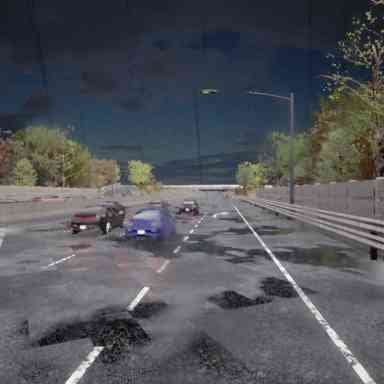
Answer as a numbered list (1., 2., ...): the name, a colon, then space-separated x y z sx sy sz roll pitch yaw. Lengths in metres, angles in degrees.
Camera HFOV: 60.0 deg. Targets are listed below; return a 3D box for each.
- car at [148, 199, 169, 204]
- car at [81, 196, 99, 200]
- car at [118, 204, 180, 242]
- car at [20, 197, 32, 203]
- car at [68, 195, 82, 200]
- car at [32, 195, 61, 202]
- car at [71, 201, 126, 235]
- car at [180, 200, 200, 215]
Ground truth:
1. car: -3.589 1.495 35.911 2.128 1.511 4.902 0 0 5
2. car: -16.043 1.584 55.018 1.994 1.385 4.181 0 0 6
3. car: -1.916 1.525 16.314 1.812 1.442 4.674 0 0 5
4. car: -26.537 1.497 55.421 1.882 1.535 5.008 0 0 6
5. car: -19.436 1.373 56.250 2.097 1.767 4.553 0 0 6
6. car: -23.174 1.369 53.903 2.097 1.767 4.553 0 0 6
7. car: -5.181 1.504 18.964 1.837 1.490 4.892 0 0 5
8. car: -0.220 1.529 34.336 1.812 1.442 4.674 0 0 5
